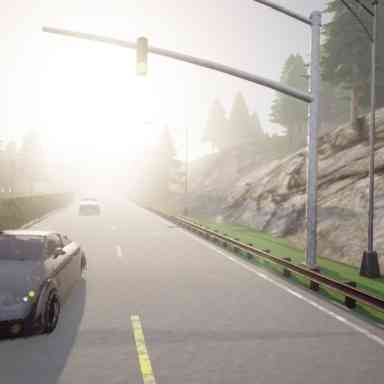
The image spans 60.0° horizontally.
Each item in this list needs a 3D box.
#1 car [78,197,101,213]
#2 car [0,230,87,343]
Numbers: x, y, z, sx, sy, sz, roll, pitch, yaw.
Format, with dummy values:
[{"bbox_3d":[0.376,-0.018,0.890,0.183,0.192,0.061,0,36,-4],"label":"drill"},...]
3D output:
[{"bbox_3d":[-9.492,1.133,31.023,2.033,1.411,5.357,1,0,-15],"label":"car"},{"bbox_3d":[-3.275,1.444,6.224,1.994,1.385,4.181,1,1,-8],"label":"car"}]
